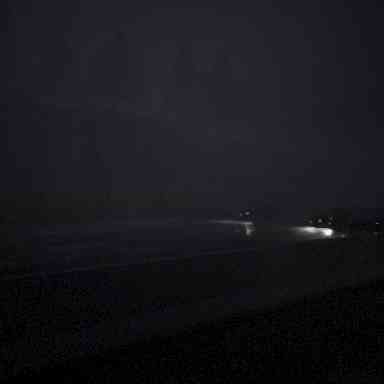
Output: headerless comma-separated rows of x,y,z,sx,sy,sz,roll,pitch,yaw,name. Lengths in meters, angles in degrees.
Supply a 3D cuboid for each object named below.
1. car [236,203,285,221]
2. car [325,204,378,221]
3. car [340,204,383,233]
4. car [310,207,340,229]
6.115,1.743,29.454,4.892,1.490,1.837,1,-1,-34,car
15.083,1.875,31.313,5.357,1.411,2.033,1,0,-34,car
11.619,1.708,20.500,5.008,1.535,1.882,1,-1,-34,car
10.425,1.804,23.919,4.181,1.385,1.994,1,0,-34,car
